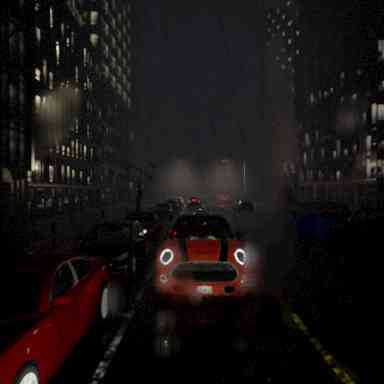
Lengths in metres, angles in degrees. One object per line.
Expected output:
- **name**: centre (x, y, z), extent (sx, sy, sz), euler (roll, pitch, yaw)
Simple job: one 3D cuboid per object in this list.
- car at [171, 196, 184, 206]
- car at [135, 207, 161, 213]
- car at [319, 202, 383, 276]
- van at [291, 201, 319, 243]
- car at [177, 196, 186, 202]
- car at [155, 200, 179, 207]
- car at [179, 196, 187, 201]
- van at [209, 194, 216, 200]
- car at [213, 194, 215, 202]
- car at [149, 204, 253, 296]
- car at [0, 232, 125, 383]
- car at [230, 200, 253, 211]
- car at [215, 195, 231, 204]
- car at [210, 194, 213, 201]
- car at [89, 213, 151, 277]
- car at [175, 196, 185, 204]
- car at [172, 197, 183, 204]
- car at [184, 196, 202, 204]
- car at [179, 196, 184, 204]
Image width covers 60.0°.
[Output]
- **car**: centre (-2.385, 1.528, 55.627), extent (1.967, 1.590, 4.097), euler (-1, 0, 0)
- **car**: centre (-2.354, 1.608, 15.841), extent (1.802, 1.307, 4.206), euler (-1, 0, 0)
- **car**: centre (6.029, 1.332, 10.165), extent (2.192, 1.841, 5.009), euler (-1, 0, 0)
- **van**: centre (6.025, 1.367, 15.848), extent (1.690, 1.788, 3.998), euler (-1, 0, 0)
- **car**: centre (-2.401, 1.688, 78.362), extent (1.947, 1.339, 4.313), euler (-1, 0, 0)
- **car**: centre (-2.363, 1.595, 27.209), extent (2.008, 1.369, 4.403), euler (-1, 0, 0)
- **car**: centre (-2.410, 1.689, 89.729), extent (2.008, 1.369, 4.403), euler (-1, 0, 0)
- **van**: centre (5.964, 1.487, 95.419), extent (1.690, 1.788, 3.998), euler (-1, 0, 0)
- **car**: centre (5.986, 1.421, 67.002), extent (2.192, 1.841, 5.009), euler (-1, 0, 0)
- **car**: centre (0.249, 1.367, 8.891), extent (2.097, 1.767, 4.553), euler (0, 0, 0)
- **car**: centre (-2.345, 1.552, 4.474), extent (1.887, 1.381, 4.507), euler (-1, 0, 0)
- **car**: centre (6.010, 1.613, 38.582), extent (2.008, 1.369, 4.403), euler (-1, 0, 0)
- **car**: centre (5.990, 1.412, 61.317), extent (2.192, 1.841, 5.009), euler (-1, 0, 0)
- **car**: centre (5.979, 1.562, 78.368), extent (1.967, 1.590, 4.097), euler (-1, 0, 0)
- **car**: centre (-2.350, 1.567, 10.158), extent (2.008, 1.369, 4.403), euler (-1, 0, 0)
- **car**: centre (-2.392, 1.631, 66.824), extent (1.752, 1.417, 4.829), euler (-1, 0, 0)
- **car**: centre (-2.371, 1.613, 38.576), extent (2.008, 1.369, 4.403), euler (-1, 0, 0)
- **car**: centre (0.319, 1.430, 49.064), extent (2.097, 1.767, 4.553), euler (0, 0, 0)
- **car**: centre (-2.379, 1.661, 49.943), extent (1.802, 1.307, 4.206), euler (-1, 0, 0)
